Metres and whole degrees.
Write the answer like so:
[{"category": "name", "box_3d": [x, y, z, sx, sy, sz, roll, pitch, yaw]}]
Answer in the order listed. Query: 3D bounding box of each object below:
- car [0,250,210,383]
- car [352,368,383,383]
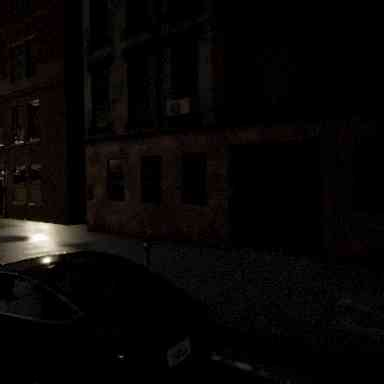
[{"category": "car", "box_3d": [-1.804, 1.430, 4.159, 4.313, 1.339, 1.947, 1, 2, 36]}, {"category": "car", "box_3d": [2.598, 1.493, 1.010, 4.313, 1.339, 1.947, 1, 2, 36]}]
